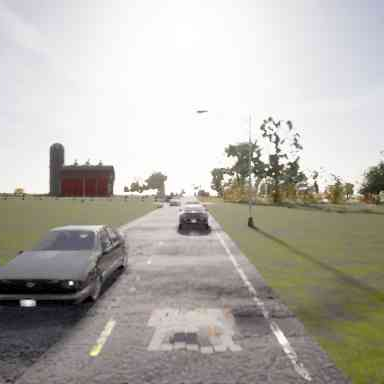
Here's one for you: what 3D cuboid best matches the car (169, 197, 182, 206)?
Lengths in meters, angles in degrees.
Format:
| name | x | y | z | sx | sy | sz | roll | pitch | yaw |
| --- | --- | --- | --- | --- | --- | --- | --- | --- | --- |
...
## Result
| name | x | y | z | sx | sy | sz | roll | pitch | yaw |
| --- | --- | --- | --- | --- | --- | --- | --- | --- | --- |
| car | -2.756 | 1.582 | 56.174 | 1.812 | 1.442 | 4.674 | 0 | 0 | 0 |

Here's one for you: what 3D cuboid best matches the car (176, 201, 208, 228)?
| name | x | y | z | sx | sy | sz | roll | pitch | yaw |
| --- | --- | --- | --- | --- | --- | --- | --- | --- | --- |
| car | 0.100 | 1.540 | 21.984 | 1.812 | 1.442 | 4.674 | 0 | 0 | 0 |

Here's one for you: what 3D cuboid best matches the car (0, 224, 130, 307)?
| name | x | y | z | sx | sy | sz | roll | pitch | yaw |
| --- | --- | --- | --- | --- | --- | --- | --- | --- | --- |
| car | -2.850 | 1.552 | 8.450 | 2.033 | 1.411 | 5.357 | 0 | 0 | 0 |
